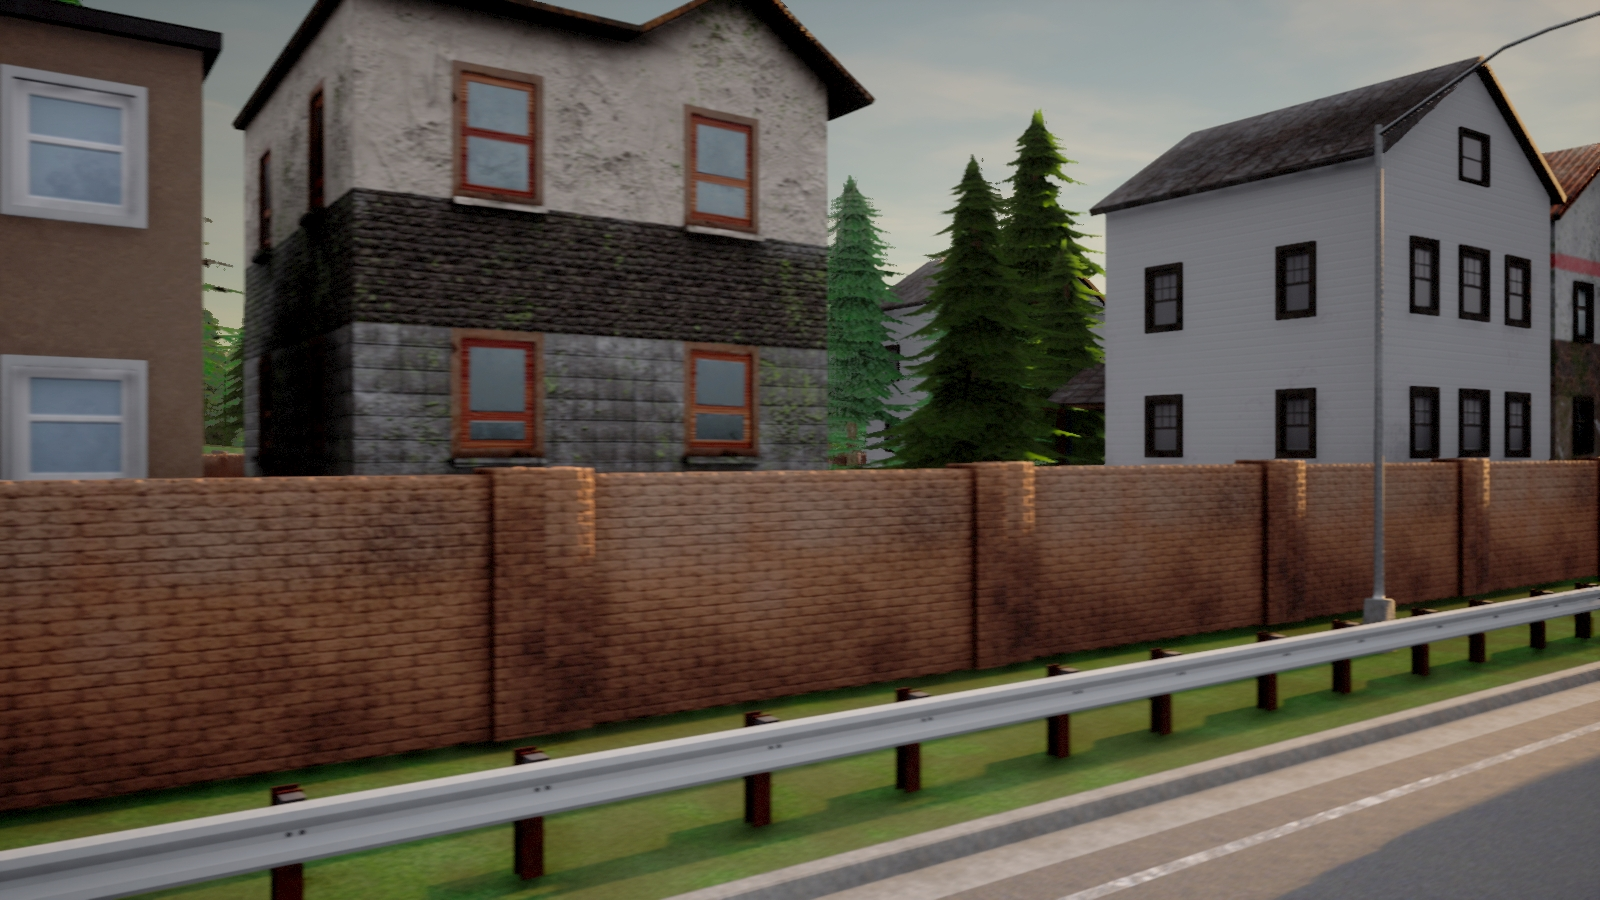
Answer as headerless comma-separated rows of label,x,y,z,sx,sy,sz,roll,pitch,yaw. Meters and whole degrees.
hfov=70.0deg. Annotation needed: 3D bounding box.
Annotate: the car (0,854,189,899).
car,-3.269,2.040,1.498,4.514,1.525,2.007,0,0,-35
